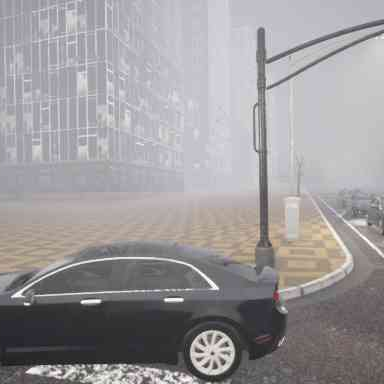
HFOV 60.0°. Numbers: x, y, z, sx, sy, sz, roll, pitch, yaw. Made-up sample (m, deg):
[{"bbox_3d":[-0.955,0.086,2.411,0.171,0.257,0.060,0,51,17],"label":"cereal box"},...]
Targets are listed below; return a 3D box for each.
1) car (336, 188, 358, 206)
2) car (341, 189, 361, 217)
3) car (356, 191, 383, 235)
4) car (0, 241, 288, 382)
[{"bbox_3d":[12.855,0.454,26.870,2.128,1.511,4.902,-1,2,18],"label":"car"},{"bbox_3d":[10.895,0.759,20.794,1.994,1.385,4.181,-1,2,17],"label":"car"},{"bbox_3d":[8.882,0.928,14.489,2.128,1.511,4.902,-1,2,18],"label":"car"},{"bbox_3d":[-1.153,1.505,4.795,4.892,1.490,1.837,0,0,0],"label":"car"}]
